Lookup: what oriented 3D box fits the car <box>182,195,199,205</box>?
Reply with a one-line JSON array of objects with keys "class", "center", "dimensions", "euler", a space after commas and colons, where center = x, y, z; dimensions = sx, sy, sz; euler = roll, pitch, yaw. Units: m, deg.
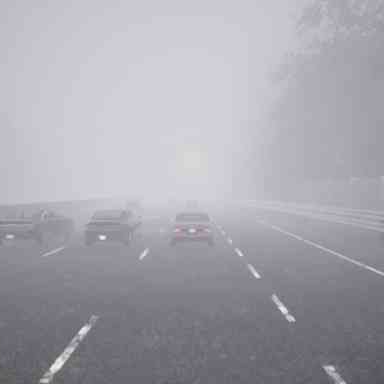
[{"class": "car", "center": [0.019, 1.532, 45.041], "dimensions": [2.128, 1.511, 4.902], "euler": [0, 0, 0]}]

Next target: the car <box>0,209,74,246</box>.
[{"class": "car", "center": [-6.994, 1.507, 15.263], "dimensions": [2.128, 1.511, 4.902], "euler": [0, 0, 0]}]

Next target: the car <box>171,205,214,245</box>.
[{"class": "car", "center": [0.008, 1.561, 15.518], "dimensions": [2.033, 1.411, 5.357], "euler": [0, 0, 0]}]

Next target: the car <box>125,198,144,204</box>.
[{"class": "car", "center": [-6.983, 1.544, 40.531], "dimensions": [1.837, 1.490, 4.892], "euler": [0, 0, 0]}]

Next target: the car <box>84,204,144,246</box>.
[{"class": "car", "center": [-3.492, 1.521, 15.387], "dimensions": [1.837, 1.490, 4.892], "euler": [0, 0, 0]}]

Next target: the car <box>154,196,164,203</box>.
[{"class": "car", "center": [-6.970, 1.606, 70.804], "dimensions": [2.033, 1.411, 5.357], "euler": [0, 0, 0]}]

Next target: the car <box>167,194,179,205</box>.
[{"class": "car", "center": [-3.477, 1.620, 60.867], "dimensions": [1.994, 1.385, 4.181], "euler": [0, 0, 0]}]
